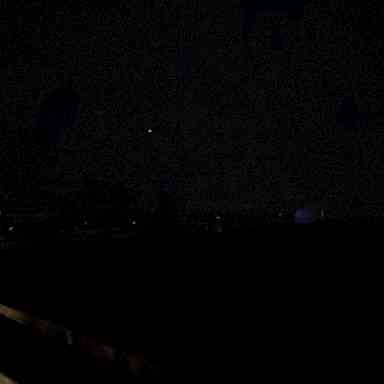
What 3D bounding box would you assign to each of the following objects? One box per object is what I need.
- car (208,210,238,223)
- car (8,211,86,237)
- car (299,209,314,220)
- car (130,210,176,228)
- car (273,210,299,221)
[{"bbox_3d":[3.769,2.931,40.093,1.837,1.490,4.892,0,-3,35],"label":"car"},{"bbox_3d":[-9.312,2.007,21.804,2.128,1.511,4.902,0,-2,37],"label":"car"},{"bbox_3d":[19.279,3.744,56.840,2.097,1.767,4.553,0,-2,37],"label":"car"},{"bbox_3d":[-3.462,2.406,29.957,2.128,1.511,4.902,0,-2,35],"label":"car"},{"bbox_3d":[13.506,3.456,48.715,2.128,1.511,4.902,0,-2,36],"label":"car"}]
